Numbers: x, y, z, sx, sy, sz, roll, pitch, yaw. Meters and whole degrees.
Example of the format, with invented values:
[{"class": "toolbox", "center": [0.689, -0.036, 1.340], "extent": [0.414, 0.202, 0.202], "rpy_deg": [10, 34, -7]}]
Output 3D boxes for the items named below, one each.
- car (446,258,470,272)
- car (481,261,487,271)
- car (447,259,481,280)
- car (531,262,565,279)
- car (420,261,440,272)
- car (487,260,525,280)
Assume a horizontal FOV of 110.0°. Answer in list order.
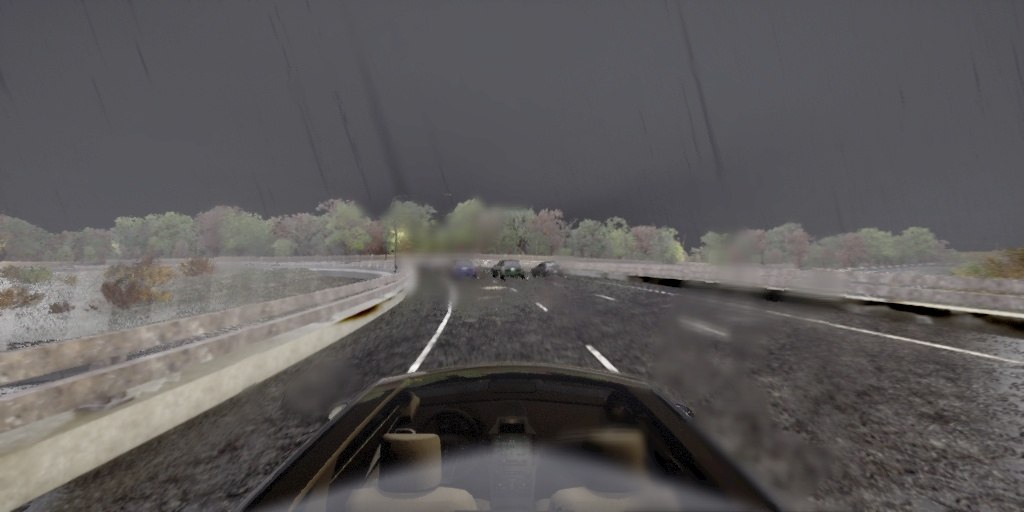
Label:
[{"class": "car", "center": [-7.643, 1.238, 50.312], "extent": [2.097, 1.767, 4.553], "rpy_deg": [-1, 0, -26]}, {"class": "car", "center": [-3.861, 1.419, 50.500], "extent": [1.895, 1.301, 4.718], "rpy_deg": [-1, 0, -25]}, {"class": "car", "center": [-4.589, 1.184, 32.979], "extent": [2.097, 1.767, 4.553], "rpy_deg": [-1, 0, -17]}, {"class": "car", "center": [3.129, 1.217, 31.541], "extent": [1.812, 1.442, 4.674], "rpy_deg": [-1, 0, -15]}, {"class": "car", "center": [-11.516, 1.449, 50.263], "extent": [2.128, 1.511, 4.902], "rpy_deg": [-1, 0, -27]}, {"class": "car", "center": [-0.455, 1.108, 31.272], "extent": [2.097, 1.767, 4.553], "rpy_deg": [-1, 0, -15]}]
